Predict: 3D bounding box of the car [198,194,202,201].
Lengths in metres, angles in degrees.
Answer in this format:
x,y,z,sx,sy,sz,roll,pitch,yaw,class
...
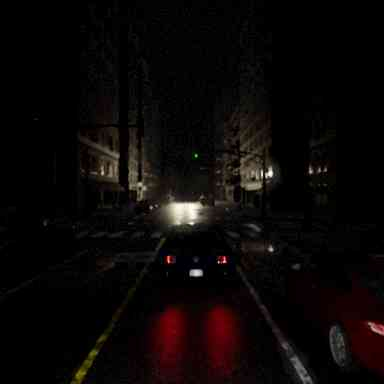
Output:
x,y,z,sx,sy,sz,roll,pitch,yaw,class
2.661,1.567,64.501,1.967,1.590,4.097,0,0,0,car

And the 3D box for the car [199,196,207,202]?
x,y,z,sx,sy,sz,roll,pitch,yaw,class
2.666,1.680,81.033,1.752,1.417,4.829,0,0,0,car

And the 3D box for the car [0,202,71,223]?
x,y,z,sx,sy,sz,roll,pitch,yaw,class
-12.033,1.516,25.353,4.892,1.490,1.837,0,-1,3,car

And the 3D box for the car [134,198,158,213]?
x,y,z,sx,sy,sz,roll,pitch,yaw,class
-5.374,1.630,37.239,2.008,1.369,4.403,0,0,0,car

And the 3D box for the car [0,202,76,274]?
x,y,z,sx,sy,sz,roll,pitch,yaw,class
-5.383,1.339,10.776,2.192,1.841,5.009,0,0,0,car

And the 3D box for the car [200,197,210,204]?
x,y,z,sx,sy,sz,roll,pitch,yaw,class
2.663,1.681,69.954,1.887,1.381,4.507,0,0,0,car

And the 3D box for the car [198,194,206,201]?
x,y,z,sx,sy,sz,roll,pitch,yaw,class
2.669,1.491,91.772,2.192,1.841,5.009,0,0,0,car

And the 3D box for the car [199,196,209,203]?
x,y,z,sx,sy,sz,roll,pitch,yaw,class
2.664,1.696,75.409,2.008,1.369,4.403,0,0,0,car

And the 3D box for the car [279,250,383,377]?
x,y,z,sx,sy,sz,roll,pitch,yaw,class
2.640,1.593,5.351,1.802,1.307,4.206,0,0,0,car

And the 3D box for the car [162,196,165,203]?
x,y,z,sx,sy,sz,roll,pitch,yaw,class
-5.370,1.625,47.977,1.752,1.417,4.829,0,0,0,car

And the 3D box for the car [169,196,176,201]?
x,y,z,sx,sy,sz,roll,pitch,yaw,class
-5.355,1.759,91.777,1.802,1.307,4.206,0,0,0,car

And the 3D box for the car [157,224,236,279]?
x,y,z,sx,sy,sz,roll,pitch,yaw,class
0.103,1.622,10.061,1.895,1.301,4.718,0,0,0,car

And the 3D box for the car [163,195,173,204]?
x,y,z,sx,sy,sz,roll,pitch,yaw,class
-5.364,1.694,64.509,1.947,1.339,4.313,0,0,0,car

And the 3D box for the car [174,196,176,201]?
x,y,z,sx,sy,sz,roll,pitch,yaw,class
-5.357,1.690,86.154,1.752,1.417,4.829,0,0,0,car

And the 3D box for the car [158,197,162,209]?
x,y,z,sx,sy,sz,roll,pitch,yaw,class
-5.372,1.634,42.694,1.887,1.381,4.507,0,0,0,car

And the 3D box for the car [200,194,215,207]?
x,y,z,sx,sy,sz,roll,pitch,yaw,class
2.657,1.549,53.591,1.967,1.590,4.097,0,0,0,car
